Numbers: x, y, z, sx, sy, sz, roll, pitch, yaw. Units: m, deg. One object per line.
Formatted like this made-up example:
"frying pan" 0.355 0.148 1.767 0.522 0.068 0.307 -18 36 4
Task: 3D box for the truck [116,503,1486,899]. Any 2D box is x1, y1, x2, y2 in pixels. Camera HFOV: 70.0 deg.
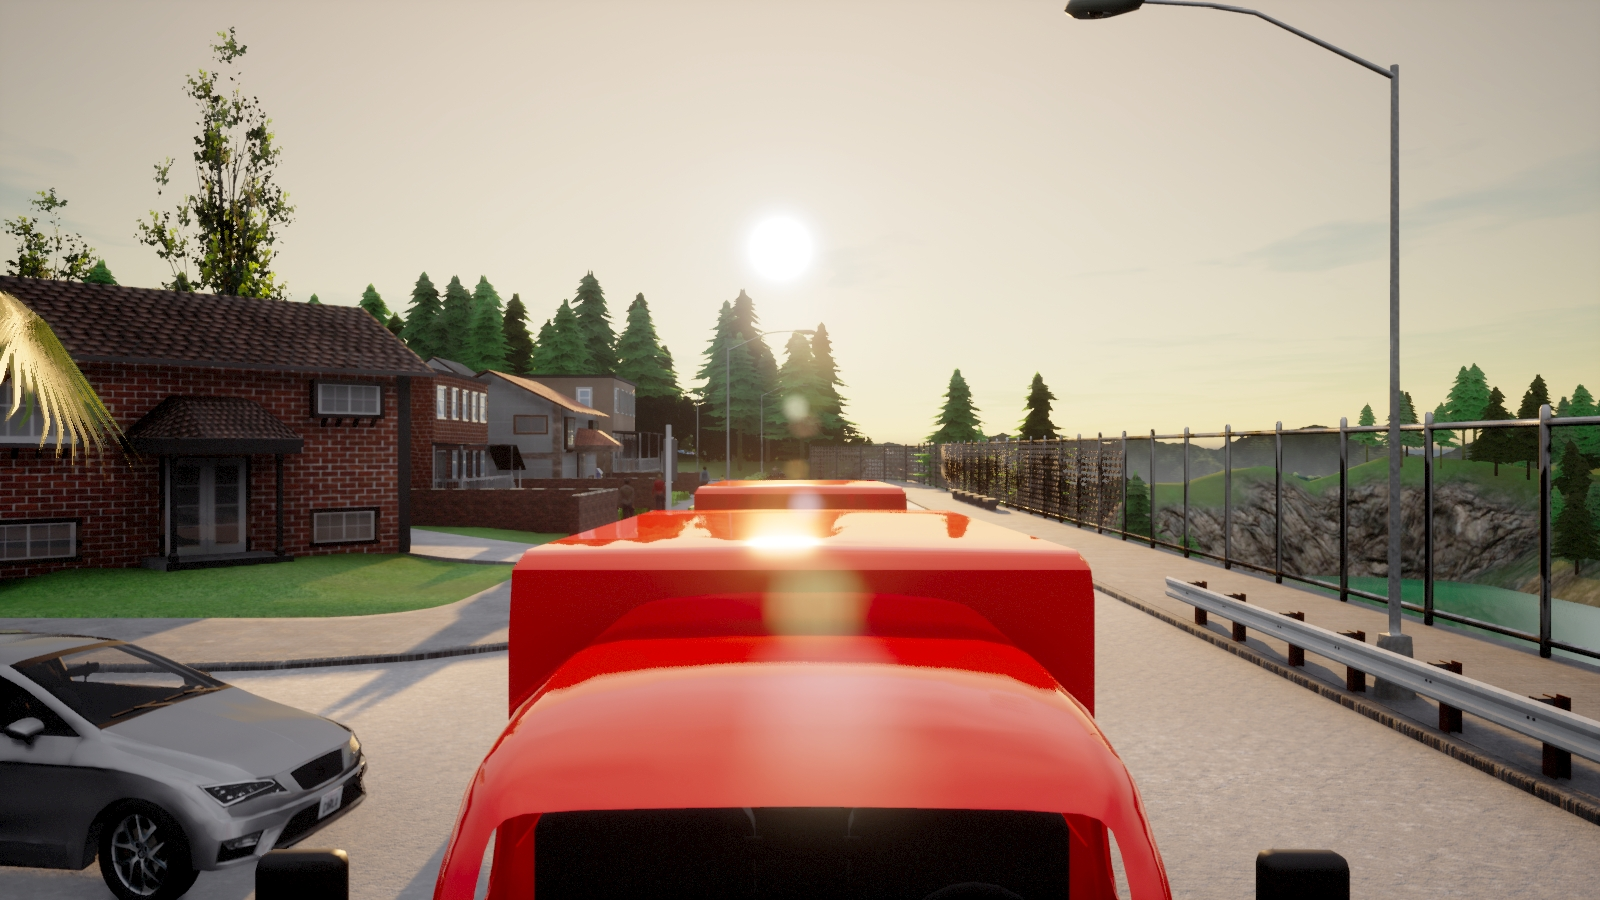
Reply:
"truck" 0.003 1.571 4.792 2.627 2.467 5.204 0 0 0

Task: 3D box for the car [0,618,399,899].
"car" -5.218 2.069 7.982 4.193 1.474 1.816 0 0 8

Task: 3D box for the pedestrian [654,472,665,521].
"pedestrian" -5.312 1.763 43.233 0.375 1.860 0.375 0 0 0

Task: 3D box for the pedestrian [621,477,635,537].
"pedestrian" -5.337 1.760 35.411 0.375 1.860 0.375 0 0 -1

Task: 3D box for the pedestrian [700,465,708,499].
"pedestrian" -5.293 1.771 63.103 0.375 1.860 0.375 0 0 0
